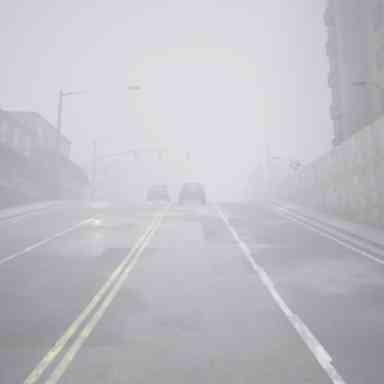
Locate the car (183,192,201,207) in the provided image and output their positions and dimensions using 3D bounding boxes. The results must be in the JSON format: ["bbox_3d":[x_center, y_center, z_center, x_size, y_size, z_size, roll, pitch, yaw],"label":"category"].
[{"bbox_3d":[-0.035,0.946,40.924,1.994,1.385,4.181,0,-7,-1],"label":"car"}]

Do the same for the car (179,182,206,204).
[{"bbox_3d":[0.034,0.004,27.866,2.097,1.767,4.553,0,1,0],"label":"car"}]

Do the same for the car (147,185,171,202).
[{"bbox_3d":[-3.528,0.206,36.375,2.150,2.045,5.566,0,-4,0],"label":"car"}]
